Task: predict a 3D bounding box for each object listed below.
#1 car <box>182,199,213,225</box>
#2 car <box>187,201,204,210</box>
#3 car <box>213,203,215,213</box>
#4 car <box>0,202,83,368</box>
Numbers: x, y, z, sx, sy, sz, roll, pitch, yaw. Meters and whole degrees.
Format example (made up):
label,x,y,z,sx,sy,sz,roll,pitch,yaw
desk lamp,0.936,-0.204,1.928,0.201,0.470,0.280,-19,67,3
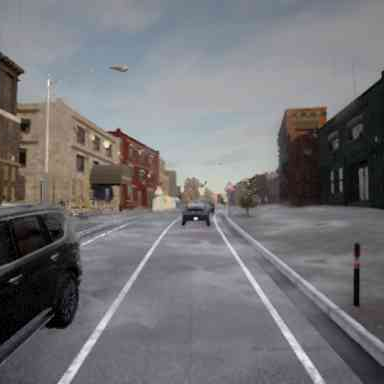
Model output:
label,x,y,z,sx,sy,sz,roll,pitch,yaw
car,0.329,1.440,23.320,1.837,1.490,4.892,0,0,2
car,0.602,2.152,53.727,1.812,1.442,4.674,-1,-2,11
car,1.859,1.729,41.523,2.033,1.649,4.856,-1,-2,7
car,-3.096,1.209,3.997,2.150,2.045,5.566,0,0,0
